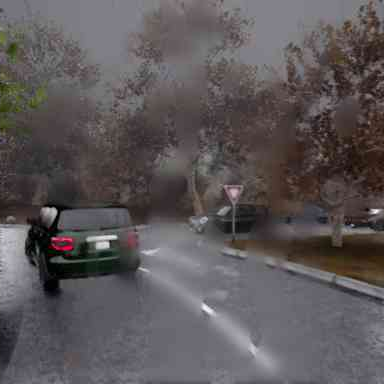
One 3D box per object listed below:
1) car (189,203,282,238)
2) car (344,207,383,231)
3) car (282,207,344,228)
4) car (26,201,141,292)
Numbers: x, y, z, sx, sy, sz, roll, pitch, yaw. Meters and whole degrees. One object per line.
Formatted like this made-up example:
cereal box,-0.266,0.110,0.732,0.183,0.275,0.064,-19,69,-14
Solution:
car,2.127,1.420,17.917,4.553,1.767,2.097,0,0,-17
car,12.341,1.694,21.518,5.357,1.411,2.033,1,-1,-22
car,7.883,1.723,23.176,4.718,1.301,1.895,1,0,-21
car,-3.298,1.262,9.472,2.150,2.045,5.566,0,0,-31
